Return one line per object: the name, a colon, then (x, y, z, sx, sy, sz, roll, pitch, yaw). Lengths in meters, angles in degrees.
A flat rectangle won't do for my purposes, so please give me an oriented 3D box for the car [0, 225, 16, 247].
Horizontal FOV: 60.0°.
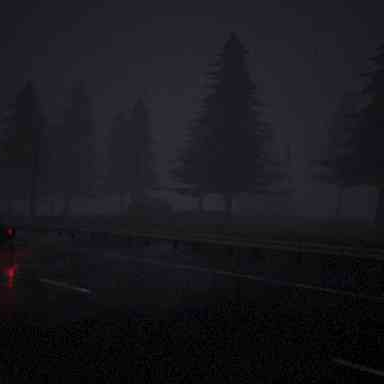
car: (-9.588, 1.615, 13.772, 4.718, 1.301, 1.895, 0, -1, 28)
